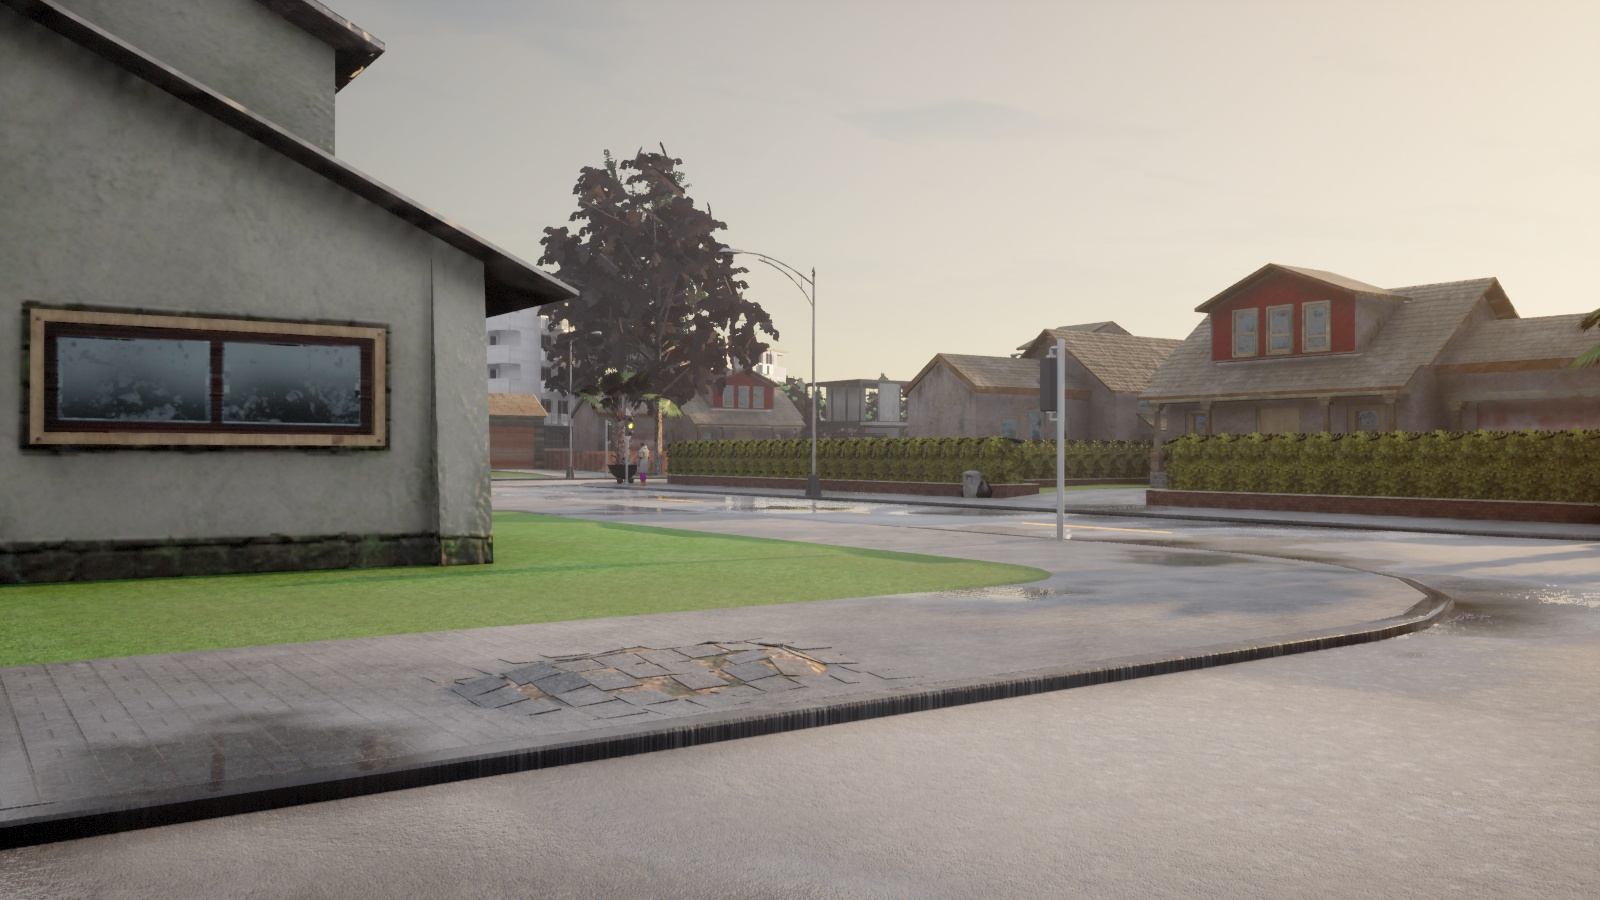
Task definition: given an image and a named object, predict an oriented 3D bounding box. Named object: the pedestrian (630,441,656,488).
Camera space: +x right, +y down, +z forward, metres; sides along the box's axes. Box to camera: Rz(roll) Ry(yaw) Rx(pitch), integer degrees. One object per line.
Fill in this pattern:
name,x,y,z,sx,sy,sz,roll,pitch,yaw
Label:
pedestrian,-6.603,0.598,52.738,0.873,1.952,0.659,0,0,35
